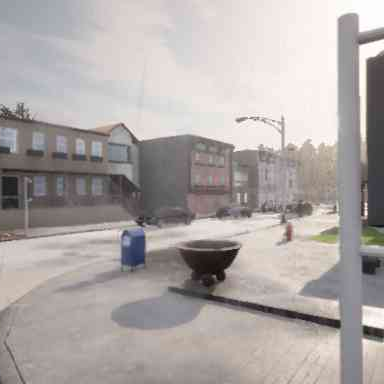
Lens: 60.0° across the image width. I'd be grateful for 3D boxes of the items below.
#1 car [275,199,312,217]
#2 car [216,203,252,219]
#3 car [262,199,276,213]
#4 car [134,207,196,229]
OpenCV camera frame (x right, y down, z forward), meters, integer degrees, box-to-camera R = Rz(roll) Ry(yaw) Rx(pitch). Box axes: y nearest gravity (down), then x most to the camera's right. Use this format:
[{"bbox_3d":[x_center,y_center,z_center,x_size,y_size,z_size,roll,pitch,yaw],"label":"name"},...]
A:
[{"bbox_3d":[10.290,1.576,32.726,1.882,1.535,5.008,-1,0,35],"label":"car"},{"bbox_3d":[4.000,1.702,31.133,1.994,1.385,4.181,-1,0,35],"label":"car"},{"bbox_3d":[9.931,1.629,39.415,2.128,1.511,4.902,-1,0,36],"label":"car"},{"bbox_3d":[-1.752,1.739,23.064,1.895,1.301,4.718,-1,0,35],"label":"car"}]
